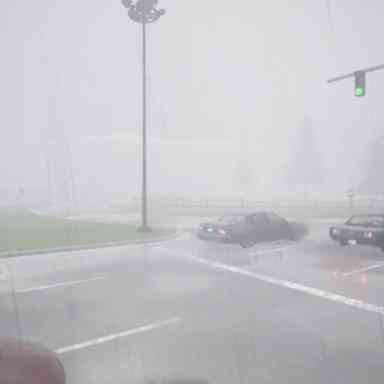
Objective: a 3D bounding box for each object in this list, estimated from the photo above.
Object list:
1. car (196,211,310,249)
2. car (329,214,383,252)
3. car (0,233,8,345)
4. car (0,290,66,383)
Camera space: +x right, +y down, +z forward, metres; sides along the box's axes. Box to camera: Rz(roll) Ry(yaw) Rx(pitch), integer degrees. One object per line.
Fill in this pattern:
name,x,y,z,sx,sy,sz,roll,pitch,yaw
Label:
car,2.747,1.510,14.306,5.357,1.411,2.033,0,0,-35
car,7.732,1.551,13.559,4.718,1.301,1.895,0,0,-35
car,-5.316,1.484,4.252,5.008,1.535,1.882,0,0,-35
car,-3.034,1.532,1.581,4.674,1.442,1.812,0,0,-35
